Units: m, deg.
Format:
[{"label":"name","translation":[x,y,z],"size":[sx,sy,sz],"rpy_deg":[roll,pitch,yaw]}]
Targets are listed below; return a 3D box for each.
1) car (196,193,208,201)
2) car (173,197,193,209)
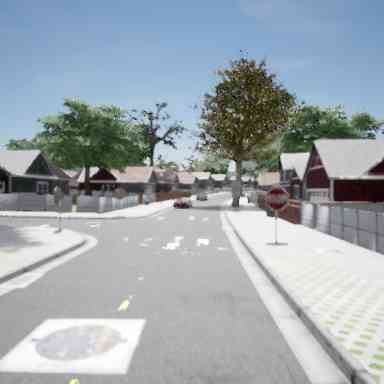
[{"label":"car","translation":[1.835,0.885,60.843],"size":[1.837,1.490,4.892],"rpy_deg":[0,1,8]},{"label":"car","translation":[-1.032,1.291,39.167],"size":[1.895,1.301,4.718],"rpy_deg":[0,1,7]}]
